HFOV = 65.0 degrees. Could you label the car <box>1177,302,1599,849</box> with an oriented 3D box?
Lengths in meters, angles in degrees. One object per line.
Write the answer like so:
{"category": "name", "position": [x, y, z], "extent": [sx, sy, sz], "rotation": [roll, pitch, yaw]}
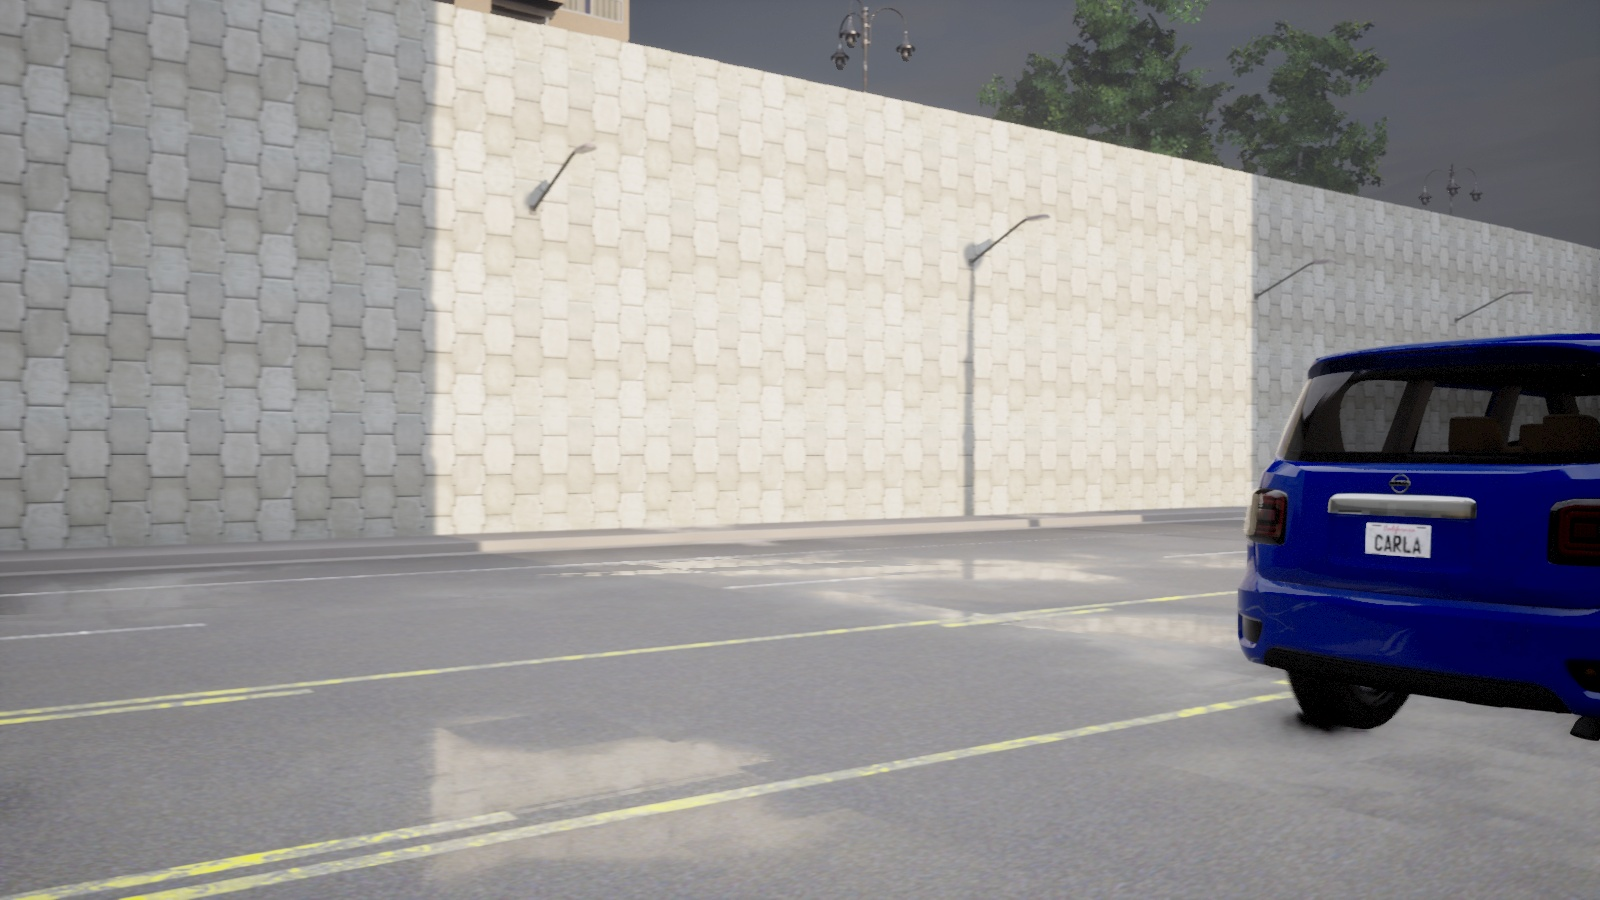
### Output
{"category": "car", "position": [4.785, 0.471, 6.991], "extent": [5.566, 2.045, 2.150], "rotation": [0, 0, -35]}
